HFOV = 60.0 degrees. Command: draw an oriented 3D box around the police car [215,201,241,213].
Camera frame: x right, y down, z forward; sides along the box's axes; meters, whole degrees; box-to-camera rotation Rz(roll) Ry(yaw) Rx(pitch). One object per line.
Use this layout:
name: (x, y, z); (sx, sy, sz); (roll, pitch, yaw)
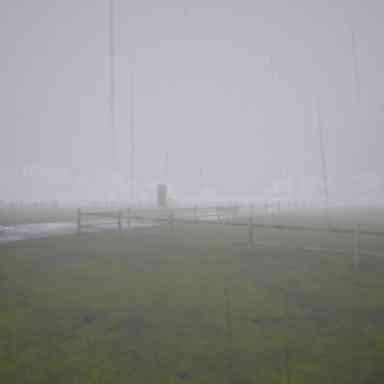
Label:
police car: (5.132, 2.109, 47.512); (1.930, 1.638, 5.238); (-2, -2, 36)
